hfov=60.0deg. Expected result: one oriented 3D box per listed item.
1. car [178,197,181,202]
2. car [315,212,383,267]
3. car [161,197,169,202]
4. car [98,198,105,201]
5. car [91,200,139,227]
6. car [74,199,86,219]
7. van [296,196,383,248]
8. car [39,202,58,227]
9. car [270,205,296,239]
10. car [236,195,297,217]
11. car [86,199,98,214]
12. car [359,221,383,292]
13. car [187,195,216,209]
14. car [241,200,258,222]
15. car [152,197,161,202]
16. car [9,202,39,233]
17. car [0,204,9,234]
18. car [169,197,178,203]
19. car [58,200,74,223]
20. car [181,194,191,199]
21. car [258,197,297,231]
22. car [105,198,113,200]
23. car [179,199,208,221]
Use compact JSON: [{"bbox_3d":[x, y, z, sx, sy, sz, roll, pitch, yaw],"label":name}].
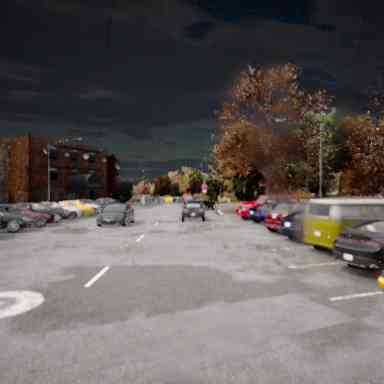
[{"bbox_3d":[-1.028,1.477,71.635,2.435,2.045,5.566,0,-1,-7],"label":"car"},{"bbox_3d":[6.388,1.482,9.608,4.892,1.521,2.231,1,0,-20],"label":"car"},{"bbox_3d":[-5.692,1.997,88.092,2.097,1.535,5.008,-1,-1,-27],"label":"car"},{"bbox_3d":[-11.425,1.549,33.111,4.674,1.452,2.002,-1,0,-20],"label":"car"},{"bbox_3d":[-5.095,1.513,22.711,1.837,1.490,4.892,0,0,0],"label":"car"},{"bbox_3d":[-11.424,1.540,27.242,4.674,1.452,2.002,-1,0,-20],"label":"car"},{"bbox_3d":[6.503,1.259,12.598,4.442,1.987,1.878,1,0,-20],"label":"van"},{"bbox_3d":[-11.393,1.521,21.386,4.792,1.488,2.163,-1,0,-20],"label":"car"},{"bbox_3d":[6.422,1.515,15.507,4.792,1.488,2.163,1,0,-20],"label":"car"},{"bbox_3d":[6.371,1.249,27.260,5.566,2.045,2.435,1,0,-20],"label":"car"},{"bbox_3d":[-11.594,1.504,30.107,5.366,1.575,1.946,-1,0,-20],"label":"car"},{"bbox_3d":[6.222,1.476,6.598,5.366,1.575,1.946,1,0,-20],"label":"car"},{"bbox_3d":[1.629,1.512,42.914,2.128,1.511,4.902,0,0,23],"label":"car"},{"bbox_3d":[6.419,1.526,24.342,4.792,1.488,2.163,1,0,-20],"label":"car"},{"bbox_3d":[-8.445,2.077,92.963,2.231,1.521,4.892,-1,-1,-35],"label":"car"},{"bbox_3d":[-11.426,1.489,18.439,4.892,1.521,2.231,-1,0,-20],"label":"car"},{"bbox_3d":[-11.452,1.360,15.499,4.553,1.767,2.185,-1,0,-20],"label":"car"},{"bbox_3d":[-3.485,1.911,82.794,2.231,1.521,4.892,0,0,-18],"label":"car"},{"bbox_3d":[-11.431,1.497,24.312,4.892,1.521,2.231,-1,0,-20],"label":"car"},{"bbox_3d":[-0.666,1.650,65.648,2.097,1.535,5.008,0,-1,-1],"label":"car"},{"bbox_3d":[6.368,1.362,18.430,4.553,1.767,2.185,1,0,-20],"label":"car"},{"bbox_3d":[-11.430,1.514,36.044,4.892,1.521,2.231,-1,0,-20],"label":"car"},{"bbox_3d":[0.096,1.540,27.371,1.812,1.442,4.674,0,0,0],"label":"car"}]
